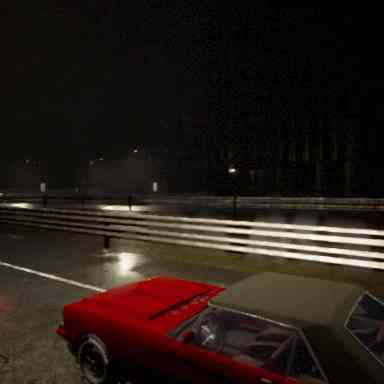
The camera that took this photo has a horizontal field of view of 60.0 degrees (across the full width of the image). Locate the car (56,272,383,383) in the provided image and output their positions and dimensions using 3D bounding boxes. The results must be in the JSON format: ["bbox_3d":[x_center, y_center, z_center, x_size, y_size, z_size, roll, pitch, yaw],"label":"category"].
[{"bbox_3d":[0.654,1.591,3.531,4.718,1.301,1.895,0,0,35],"label":"car"}]
